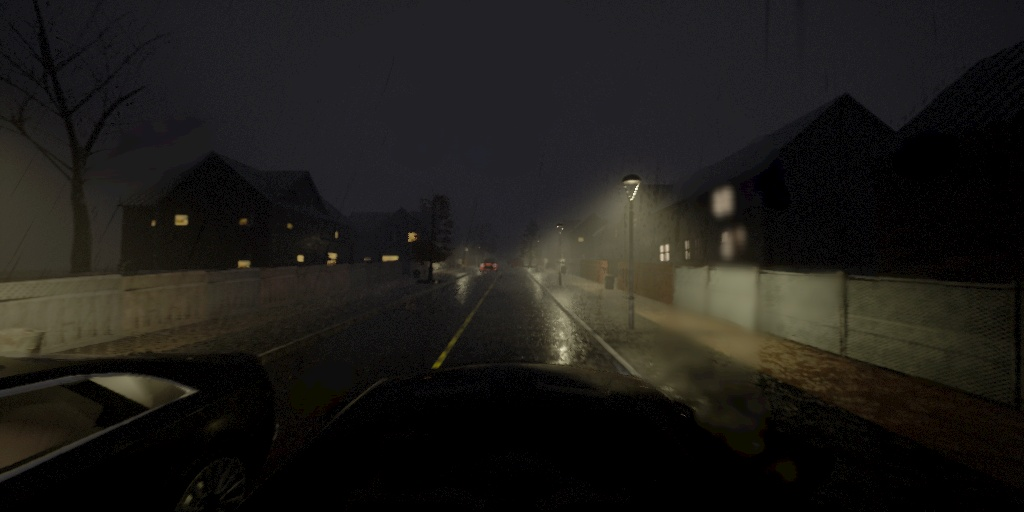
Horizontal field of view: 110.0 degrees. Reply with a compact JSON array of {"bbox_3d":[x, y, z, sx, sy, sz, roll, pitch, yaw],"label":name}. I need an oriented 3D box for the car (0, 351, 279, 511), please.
[{"bbox_3d":[-2.846,1.241,0.931,2.128,1.511,4.902,0,0,0],"label":"car"}]

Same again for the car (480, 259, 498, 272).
[{"bbox_3d":[-2.815,1.125,45.106,2.097,1.767,4.553,0,0,0],"label":"car"}]

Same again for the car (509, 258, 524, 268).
[{"bbox_3d":[0.940,1.086,61.366,2.097,1.767,4.553,-3,-1,0],"label":"car"}]
